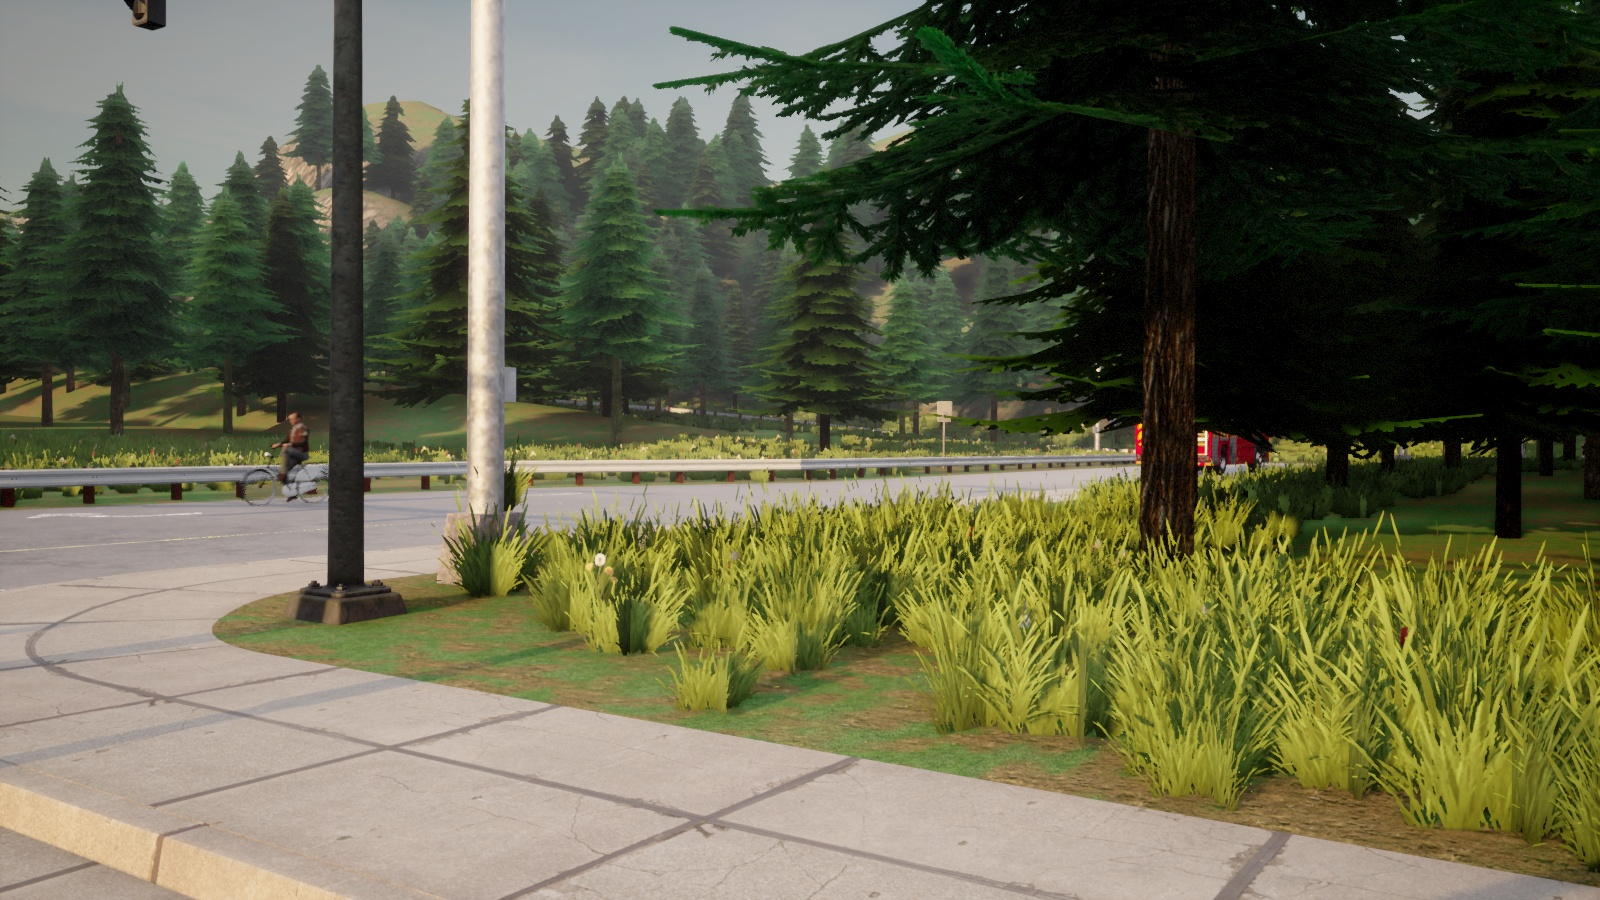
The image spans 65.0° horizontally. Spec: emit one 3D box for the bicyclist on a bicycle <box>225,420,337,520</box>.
[{"bbox_3d":[-9.643,0.343,23.392,0.659,1.776,1.843,0,1,34],"label":"bicyclist on a bicycle"}]

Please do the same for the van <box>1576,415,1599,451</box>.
[{"bbox_3d":[46.753,-0.965,71.005,4.480,2.038,2.069,0,1,13],"label":"van"}]

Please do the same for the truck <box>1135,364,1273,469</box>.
[{"bbox_3d":[16.175,-1.287,49.850,2.891,3.827,8.468,0,1,35],"label":"truck"}]
